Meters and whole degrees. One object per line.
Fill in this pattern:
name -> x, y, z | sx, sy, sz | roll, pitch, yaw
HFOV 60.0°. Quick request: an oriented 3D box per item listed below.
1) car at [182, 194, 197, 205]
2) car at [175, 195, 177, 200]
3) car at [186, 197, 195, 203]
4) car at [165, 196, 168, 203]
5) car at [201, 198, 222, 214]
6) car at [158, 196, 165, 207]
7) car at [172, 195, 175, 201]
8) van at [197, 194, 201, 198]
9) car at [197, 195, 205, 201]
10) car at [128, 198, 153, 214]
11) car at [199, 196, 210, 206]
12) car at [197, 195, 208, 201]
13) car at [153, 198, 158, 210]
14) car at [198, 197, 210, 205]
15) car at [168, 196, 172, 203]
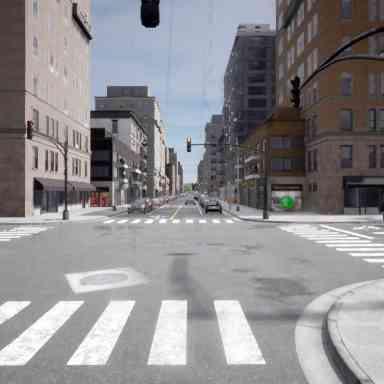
car -> -0.301, 1.636, 60.548 | 2.033, 1.411, 5.357 | 0, 0, 0
car -> -5.811, 1.721, 91.251 | 1.887, 1.381, 4.507 | 0, 0, 0
car -> -0.398, 1.720, 73.628 | 1.895, 1.301, 4.718 | 0, 0, 0
car -> -5.783, 1.634, 58.186 | 2.008, 1.369, 4.403 | 0, 0, 0
car -> 2.261, 1.606, 36.149 | 1.947, 1.339, 4.313 | 0, 0, 0
car -> -5.778, 1.653, 52.675 | 1.802, 1.307, 4.206 | 0, 0, 0
car -> -5.802, 1.694, 80.229 | 2.008, 1.369, 4.403 | 0, 0, 0
van -> 2.242, 1.424, 58.193 | 1.690, 1.788, 3.998 | 0, 0, 0
car -> 2.218, 1.600, 85.747 | 1.967, 1.590, 4.097 | 0, 0, 0
car -> -5.764, 1.480, 36.143 | 1.967, 1.590, 4.097 | 0, 0, 0
car -> 2.252, 1.641, 47.172 | 1.802, 1.307, 4.206 | 0, 0, 0
car -> 2.247, 1.637, 52.682 | 1.947, 1.339, 4.313 | 0, 0, 0
car -> -5.768, 1.490, 41.654 | 1.967, 1.590, 4.097 | 0, 0, 0
car -> 2.237, 1.647, 63.704 | 2.008, 1.369, 4.403 | 0, 0, 0
car -> -5.793, 1.552, 69.208 | 1.967, 1.590, 4.097 | 0, 0, 0
